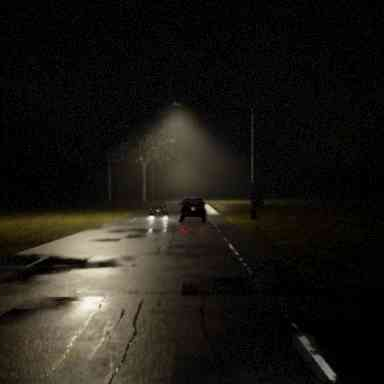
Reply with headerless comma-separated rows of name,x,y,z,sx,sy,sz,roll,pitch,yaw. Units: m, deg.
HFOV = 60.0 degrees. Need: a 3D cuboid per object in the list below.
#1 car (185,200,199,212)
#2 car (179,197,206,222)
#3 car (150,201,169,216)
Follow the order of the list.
car,0.004,1.832,45.214,1.812,1.442,4.674,0,0,0
car,0.025,1.492,29.242,2.150,2.045,5.566,0,-1,-1
car,-3.592,1.813,37.530,1.837,1.490,4.892,0,-1,0
